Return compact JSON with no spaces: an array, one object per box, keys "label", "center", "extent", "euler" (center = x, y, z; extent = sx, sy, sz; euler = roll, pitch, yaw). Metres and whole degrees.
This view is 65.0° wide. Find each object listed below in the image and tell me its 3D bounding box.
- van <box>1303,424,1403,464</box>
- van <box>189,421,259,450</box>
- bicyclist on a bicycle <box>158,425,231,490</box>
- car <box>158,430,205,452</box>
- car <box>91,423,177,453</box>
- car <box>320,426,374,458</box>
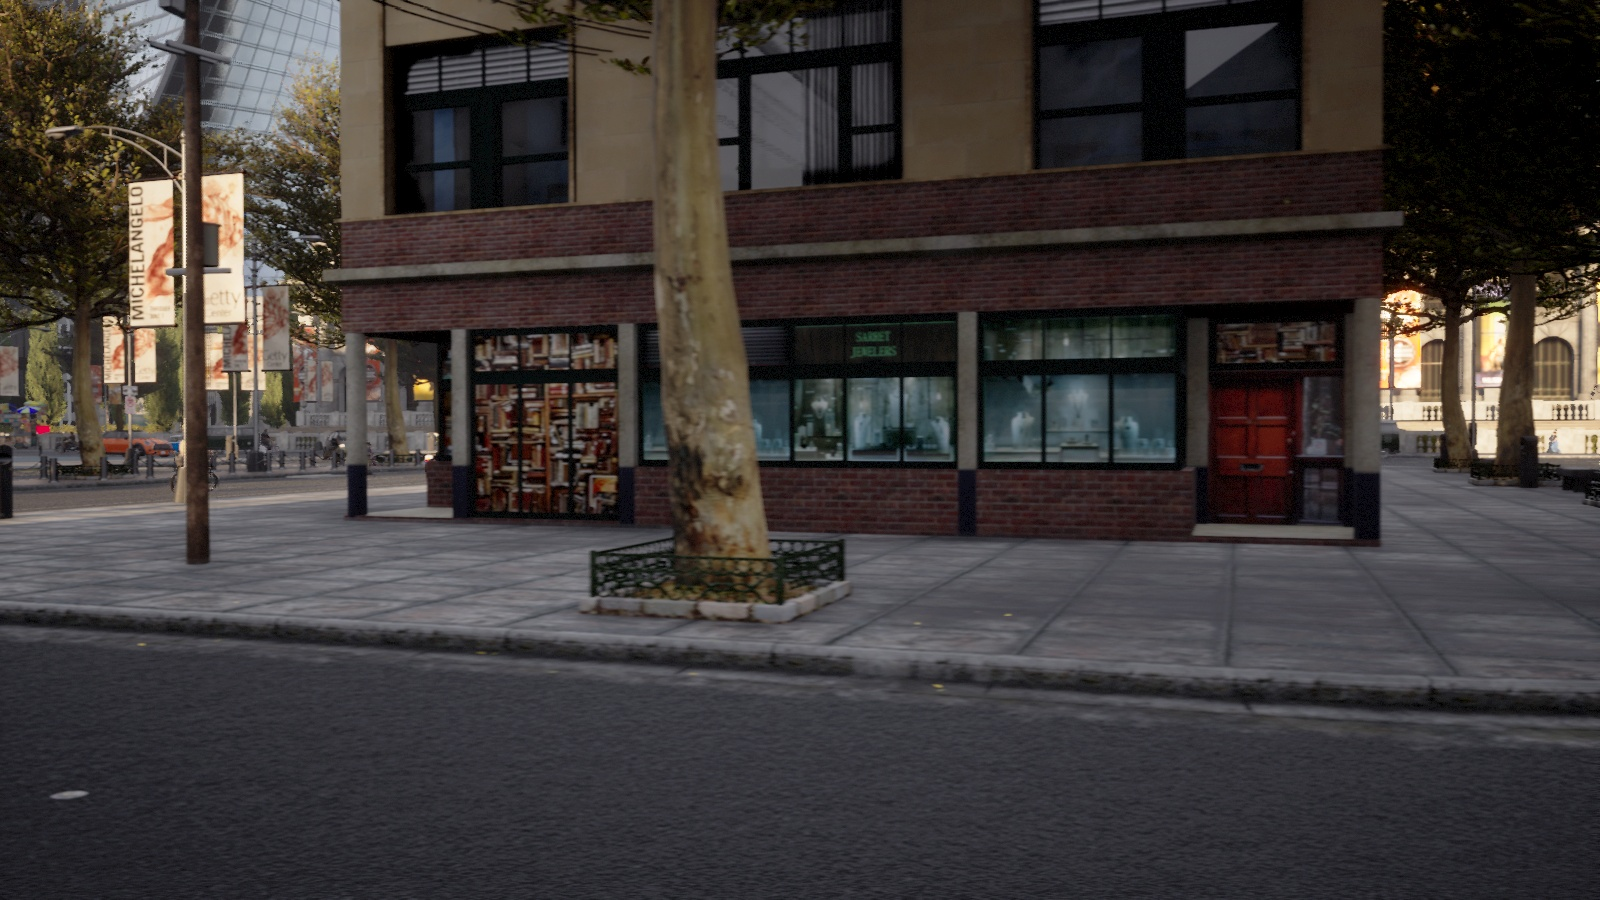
[{"label":"van","center":[27.619,-0.318,62.838],"extent":[4.442,1.987,1.775],"euler":[0,1,20]},{"label":"van","center":[-39.913,-0.999,87.082],"extent":[4.442,1.987,1.775],"euler":[1,1,20]},{"label":"bicyclist on a bicycle","center":[-15.395,0.180,31.964],"extent":[0.866,1.612,1.509],"euler":[1,1,20]},{"label":"car","center":[-39.083,-0.570,79.362],"extent":[2.207,1.376,1.481],"euler":[0,1,20]},{"label":"car","center":[-40.356,-0.718,76.097],"extent":[4.553,1.767,2.097],"euler":[1,1,19]},{"label":"car","center":[-24.079,-0.457,66.701],"extent":[1.851,1.617,3.988],"euler":[0,1,-33]}]
